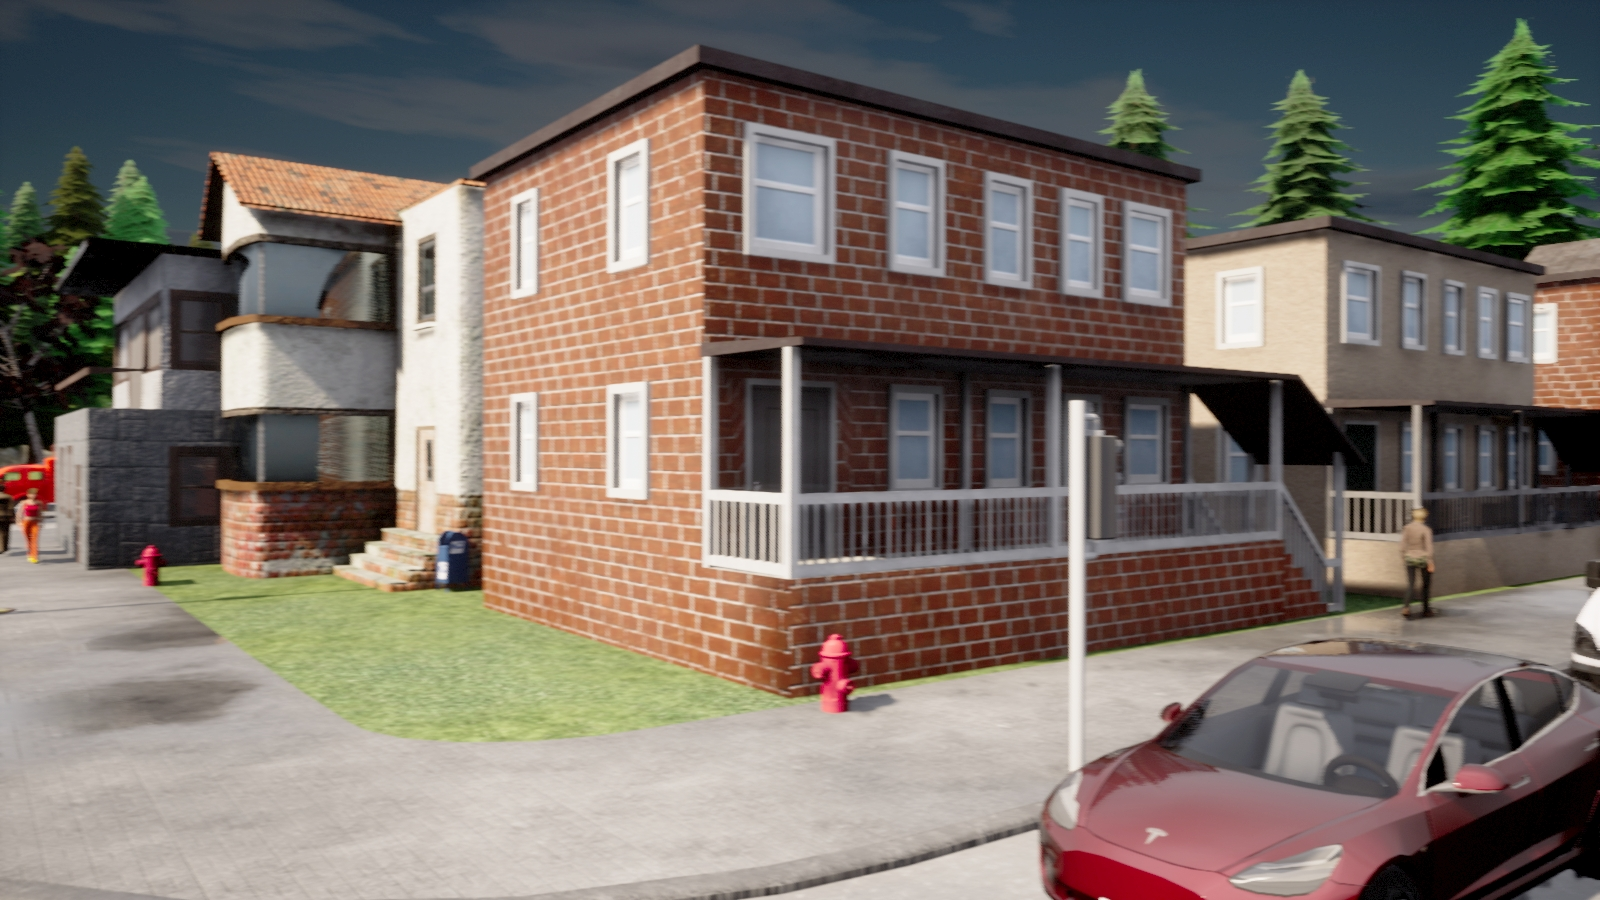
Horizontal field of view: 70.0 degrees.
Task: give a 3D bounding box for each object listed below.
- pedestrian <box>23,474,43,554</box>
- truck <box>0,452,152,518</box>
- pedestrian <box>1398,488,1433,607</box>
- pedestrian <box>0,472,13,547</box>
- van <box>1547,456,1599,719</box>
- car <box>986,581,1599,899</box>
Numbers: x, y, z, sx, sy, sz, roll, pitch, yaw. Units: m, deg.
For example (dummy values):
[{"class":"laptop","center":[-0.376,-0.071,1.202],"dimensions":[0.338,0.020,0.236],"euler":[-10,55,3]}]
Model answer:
[{"class":"pedestrian","center":[-17.980,1.490,26.782],"dimensions":[0.375,1.860,0.375],"euler":[0,0,-37]},{"class":"truck","center":[-28.613,1.307,44.851],"dimensions":[5.204,2.467,2.627],"euler":[0,0,-37]},{"class":"pedestrian","center":[9.916,1.556,18.406],"dimensions":[0.375,1.860,0.375],"euler":[0,0,-35]},{"class":"pedestrian","center":[-20.070,1.486,28.786],"dimensions":[0.375,1.860,0.375],"euler":[0,0,-30]},{"class":"van","center":[10.477,1.344,12.434],"dimensions":[5.915,2.561,1.988],"euler":[0,0,-36]},{"class":"car","center":[3.689,1.855,7.420],"dimensions":[4.792,1.488,2.163],"euler":[0,0,-36]}]
